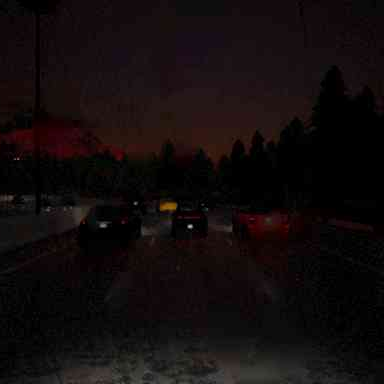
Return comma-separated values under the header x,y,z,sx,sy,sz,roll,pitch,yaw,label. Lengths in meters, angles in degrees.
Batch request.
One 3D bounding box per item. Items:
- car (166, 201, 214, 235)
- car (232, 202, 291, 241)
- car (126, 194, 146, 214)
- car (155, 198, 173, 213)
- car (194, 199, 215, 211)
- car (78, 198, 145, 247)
x,y,z,sx,sy,sz,roll,pitch,yaw,label
-0.244,1.478,18.717,2.128,1.511,4.902,0,0,-4,car
3.357,1.341,16.872,2.097,1.767,4.553,0,0,-2,car
-5.934,1.198,34.287,2.150,2.045,5.566,0,0,-12,car
-2.925,1.452,36.563,1.882,1.535,5.008,0,0,-13,car
1.014,1.467,35.015,2.128,1.511,4.902,0,0,-12,car
-3.560,1.342,15.150,2.097,1.767,4.553,0,0,-2,car
